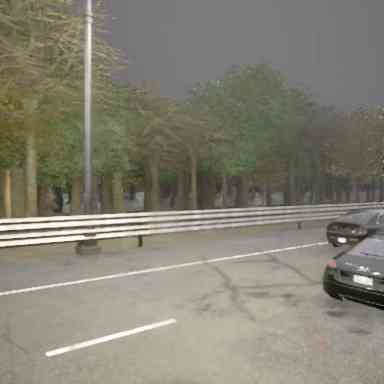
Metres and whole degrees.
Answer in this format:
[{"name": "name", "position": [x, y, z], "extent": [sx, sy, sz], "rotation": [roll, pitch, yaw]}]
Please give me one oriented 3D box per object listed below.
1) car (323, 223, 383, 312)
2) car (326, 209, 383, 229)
[{"name": "car", "position": [4.700, 1.539, 7.115], "extent": [4.181, 1.385, 1.994], "rotation": [0, 0, -35]}, {"name": "car", "position": [7.326, 1.459, 13.268], "extent": [4.892, 1.490, 1.837], "rotation": [0, 0, -35]}]
